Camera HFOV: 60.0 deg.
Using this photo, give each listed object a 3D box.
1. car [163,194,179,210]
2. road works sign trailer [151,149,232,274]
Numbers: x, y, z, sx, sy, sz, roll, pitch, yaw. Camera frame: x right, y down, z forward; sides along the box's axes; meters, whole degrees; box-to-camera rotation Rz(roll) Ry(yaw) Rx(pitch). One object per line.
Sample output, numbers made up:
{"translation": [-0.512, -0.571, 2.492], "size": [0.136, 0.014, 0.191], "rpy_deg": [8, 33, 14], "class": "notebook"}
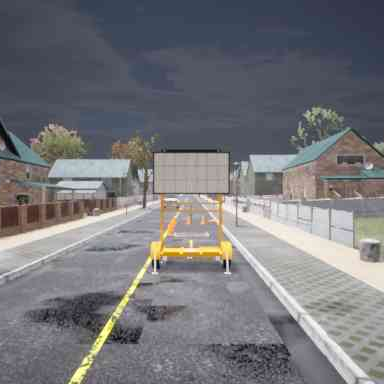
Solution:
{"translation": [-2.845, 1.224, 43.652], "size": [2.150, 2.045, 5.566], "rpy_deg": [0, 0, 0], "class": "car"}
{"translation": [-0.022, 0.467, 10.519], "size": [2.380, 3.560, 2.880], "rpy_deg": [0, 0, 0], "class": "road works sign trailer"}
